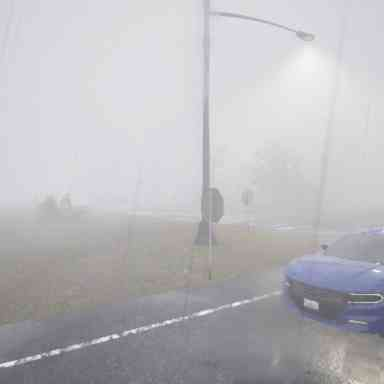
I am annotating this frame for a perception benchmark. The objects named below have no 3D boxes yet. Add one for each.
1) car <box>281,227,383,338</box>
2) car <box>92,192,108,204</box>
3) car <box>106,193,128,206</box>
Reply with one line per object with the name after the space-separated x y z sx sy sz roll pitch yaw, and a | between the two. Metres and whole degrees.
3.898 1.474 6.649 5.008 1.535 1.882 0 0 -35 | car
-16.448 1.106 60.860 2.150 2.045 5.566 0 0 -34 | car
-11.973 1.404 54.244 1.837 1.490 4.892 0 0 -33 | car
